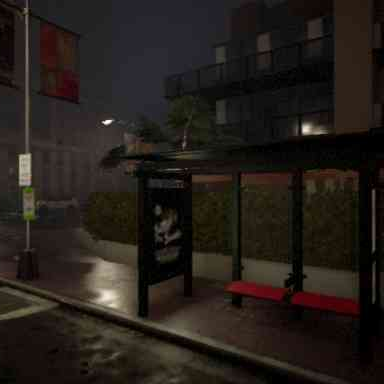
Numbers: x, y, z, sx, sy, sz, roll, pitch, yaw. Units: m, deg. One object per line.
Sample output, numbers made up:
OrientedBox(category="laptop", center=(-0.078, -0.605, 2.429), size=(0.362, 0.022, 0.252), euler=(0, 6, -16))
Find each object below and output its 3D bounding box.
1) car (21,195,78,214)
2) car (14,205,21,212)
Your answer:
OrientedBox(category="car", center=(-15.436, 1.322, 36.987), size=(2.150, 2.045, 5.566), euler=(0, 0, 35))
OrientedBox(category="car", center=(-18.002, 1.658, 39.423), size=(2.033, 1.411, 5.357), euler=(0, 0, 35))
